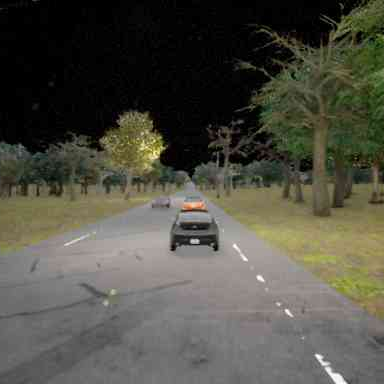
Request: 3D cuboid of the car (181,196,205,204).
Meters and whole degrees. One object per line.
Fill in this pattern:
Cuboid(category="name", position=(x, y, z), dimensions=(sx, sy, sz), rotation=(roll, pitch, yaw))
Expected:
Cuboid(category="car", position=(0.108, 1.183, 30.442), dimensions=(2.097, 1.767, 4.553), rotation=(0, 1, 0))

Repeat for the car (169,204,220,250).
Cuboid(category="car", position=(0.104, 1.463, 14.043), dimensions=(1.837, 1.490, 4.892), rotation=(0, 0, 0))

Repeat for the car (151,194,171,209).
Cuboid(category="car", position=(-3.579, 1.091, 39.275), dimensions=(2.097, 1.767, 4.553), rotation=(0, 1, 0))
